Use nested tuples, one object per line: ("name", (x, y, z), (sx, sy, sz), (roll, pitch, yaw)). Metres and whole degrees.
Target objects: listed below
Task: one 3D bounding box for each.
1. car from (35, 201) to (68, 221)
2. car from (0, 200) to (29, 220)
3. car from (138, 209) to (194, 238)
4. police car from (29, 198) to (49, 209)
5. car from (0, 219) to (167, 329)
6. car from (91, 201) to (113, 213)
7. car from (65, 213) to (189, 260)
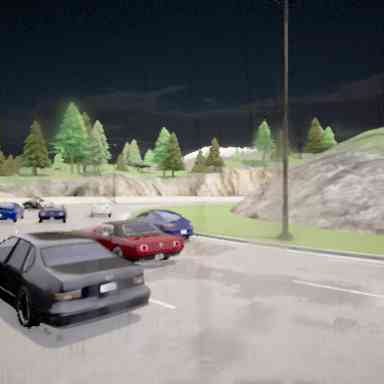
("car", (-10.795, 1.632, 26.077), (1.895, 1.301, 4.718), (0, 0, -19))
("car", (-14.255, 1.488, 25.733), (1.882, 1.535, 5.008), (0, 0, -18))
("car", (-1.766, 1.574, 16.276), (1.812, 1.442, 4.674), (0, 0, -38))
("police car", (-19.835, 1.543, 42.991), (2.038, 1.542, 4.974), (0, 0, 5))
("car", (-3.095, 1.557, 7.064), (2.033, 1.411, 5.357), (0, 0, -45))
("car", (-8.691, 1.589, 32.104), (1.812, 1.442, 4.674), (0, 0, -11))
("car", (-2.458, 1.629, 11.558), (1.895, 1.301, 4.718), (0, 0, -42))
